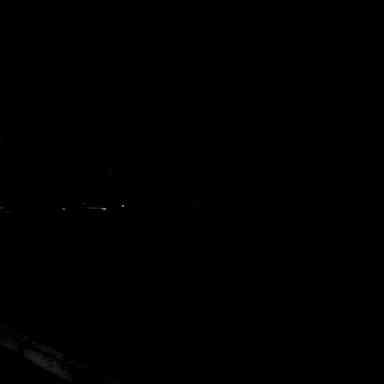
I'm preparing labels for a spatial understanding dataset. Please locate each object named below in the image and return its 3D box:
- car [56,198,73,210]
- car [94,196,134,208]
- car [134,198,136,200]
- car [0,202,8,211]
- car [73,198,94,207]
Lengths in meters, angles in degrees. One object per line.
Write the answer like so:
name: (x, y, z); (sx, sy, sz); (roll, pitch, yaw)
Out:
car: (-17.839, 1.542, 40.508); (2.033, 1.411, 5.357); (0, 0, 39)
car: (-11.300, 1.438, 48.632); (1.837, 1.490, 4.892); (0, 1, 39)
car: (-10.145, 1.425, 55.654); (1.994, 1.385, 4.181); (0, 1, 38)
car: (-22.204, 1.562, 40.674); (1.994, 1.385, 4.181); (0, 0, 38)
car: (-16.404, 1.511, 47.878); (2.033, 1.411, 5.357); (0, 0, 39)
